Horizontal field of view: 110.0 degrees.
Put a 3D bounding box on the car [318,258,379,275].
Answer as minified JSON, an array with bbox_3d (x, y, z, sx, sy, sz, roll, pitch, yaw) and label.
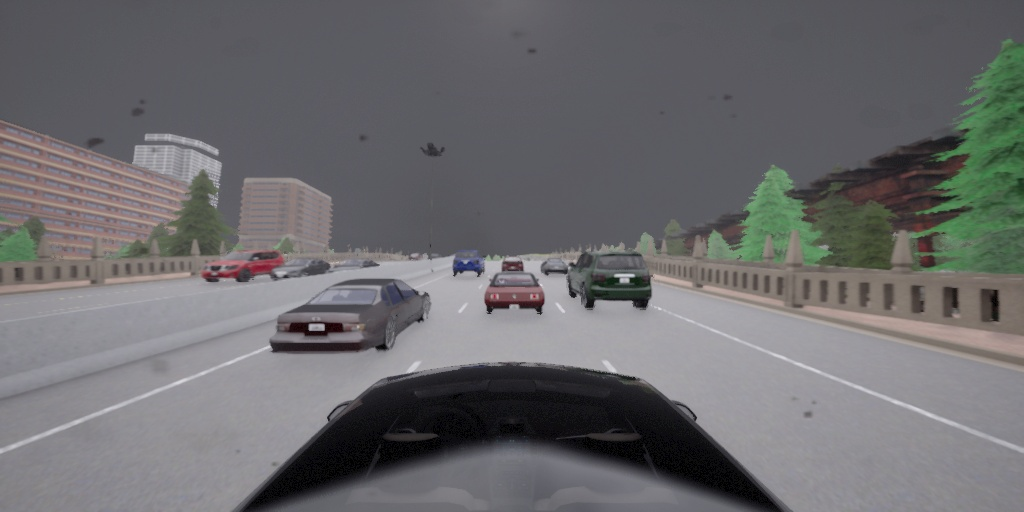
[{"bbox_3d":[-10.623,0.897,24.373,2.128,1.511,4.902,0,1,0],"label":"car"}]

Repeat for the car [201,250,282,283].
[{"bbox_3d":[-17.623,0.639,23.975,2.150,2.045,5.566,0,1,0],"label":"car"}]

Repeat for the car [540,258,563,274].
[{"bbox_3d":[3.565,0.841,30.627,1.994,1.385,4.181,0,1,0],"label":"car"}]

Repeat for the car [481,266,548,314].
[{"bbox_3d":[0.084,1.220,13.123,1.895,1.301,4.718,0,1,0],"label":"car"}]

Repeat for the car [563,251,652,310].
[{"bbox_3d":[3.584,0.820,14.093,2.150,2.045,5.566,0,1,0],"label":"car"}]

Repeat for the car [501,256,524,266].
[{"bbox_3d":[0.064,0.738,31.587,1.882,1.535,5.008,0,1,0],"label":"car"}]

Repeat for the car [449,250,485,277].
[{"bbox_3d":[-3.433,0.530,29.198,2.150,2.045,5.566,0,1,0],"label":"car"}]

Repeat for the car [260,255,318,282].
[{"bbox_3d":[-14.122,0.901,24.302,2.128,1.511,4.902,0,1,0],"label":"car"}]

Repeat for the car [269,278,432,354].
[{"bbox_3d":[-3.420,1.252,8.797,2.033,1.411,5.357,0,1,0],"label":"car"}]
